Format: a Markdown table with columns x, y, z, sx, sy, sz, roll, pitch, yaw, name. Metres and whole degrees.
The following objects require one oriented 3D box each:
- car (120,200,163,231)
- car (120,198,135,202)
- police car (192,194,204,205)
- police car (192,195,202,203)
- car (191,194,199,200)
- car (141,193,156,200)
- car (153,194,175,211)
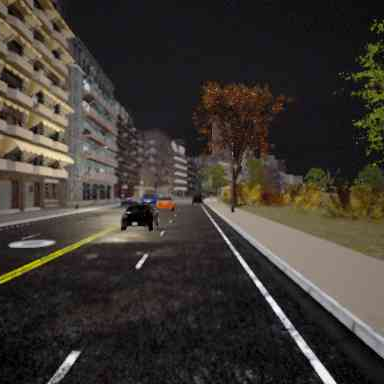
| x | y | z | sx | sy | sz | roll | pitch | yaw | name |
| --- | --- | --- | --- | --- | --- | --- | --- | --- | --- |
| -3.149 | 1.502 | 20.746 | 1.837 | 1.490 | 4.892 | 0 | 0 | 0 | car |
| -9.800 | 1.598 | 51.716 | 1.895 | 1.301 | 4.718 | 0 | 0 | 1 | car |
| 0.978 | 1.426 | 58.891 | 1.930 | 1.638 | 5.238 | 0 | 0 | 0 | police car |
| 0.999 | 1.429 | 68.836 | 1.930 | 1.638 | 5.238 | 0 | 0 | 1 | police car |
| 0.961 | 1.383 | 93.300 | 1.882 | 1.535 | 5.008 | 0 | 0 | 4 | car |
| -6.547 | 1.217 | 51.990 | 2.150 | 2.045 | 5.566 | 0 | 0 | 1 | car |
| -3.151 | 1.347 | 40.556 | 2.097 | 1.767 | 4.553 | 0 | 0 | 0 | car |
